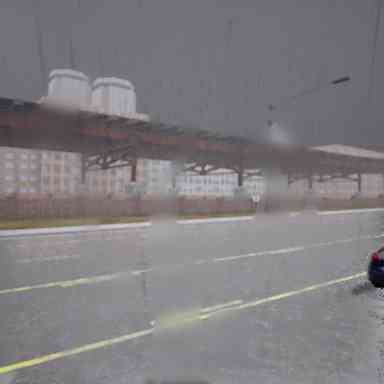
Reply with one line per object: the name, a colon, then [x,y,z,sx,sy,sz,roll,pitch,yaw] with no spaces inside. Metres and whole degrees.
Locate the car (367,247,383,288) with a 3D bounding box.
car: [6.102,1.576,8.024,4.181,1.385,1.994,0,0,-35]
